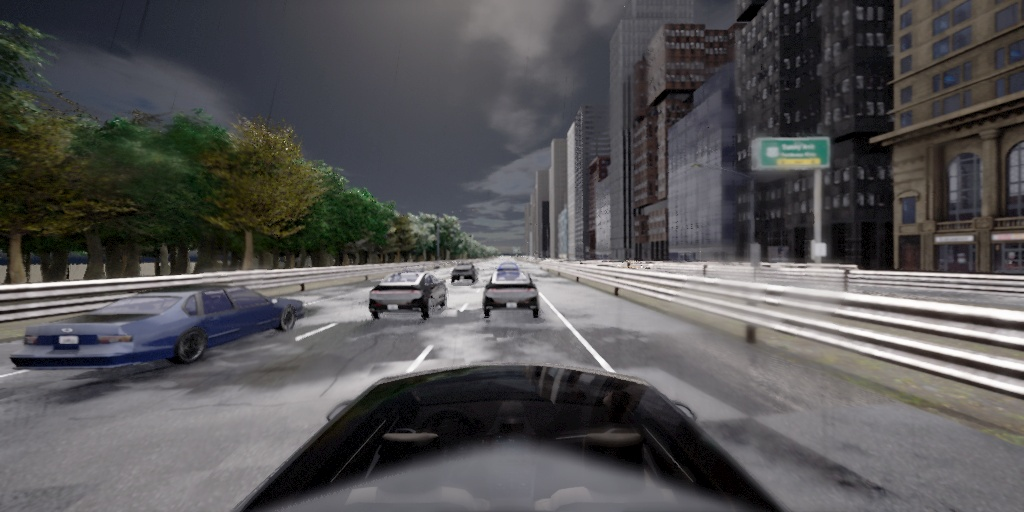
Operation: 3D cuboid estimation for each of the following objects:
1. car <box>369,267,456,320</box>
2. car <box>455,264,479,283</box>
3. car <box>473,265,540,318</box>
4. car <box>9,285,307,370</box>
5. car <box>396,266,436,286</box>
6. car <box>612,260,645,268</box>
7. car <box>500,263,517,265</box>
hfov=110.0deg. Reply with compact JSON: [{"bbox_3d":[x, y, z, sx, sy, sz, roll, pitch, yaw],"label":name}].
[{"bbox_3d":[-3.544,1.300,12.979,2.128,1.511,4.902,0,0,-1],"label":"car"},{"bbox_3d":[-3.774,1.367,29.206,1.837,1.490,4.892,0,0,-1],"label":"car"},{"bbox_3d":[-0.047,1.274,13.205,2.128,1.511,4.902,0,0,-1],"label":"car"},{"bbox_3d":[-6.974,1.368,8.122,2.033,1.411,5.357,0,0,-1],"label":"car"},{"bbox_3d":[-7.253,1.484,27.594,1.895,1.301,4.718,0,0,-1],"label":"car"},{"bbox_3d":[14.823,1.341,46.095,1.801,1.575,5.366,-1,0,-19],"label":"car"},{"bbox_3d":[-0.299,1.319,30.798,1.882,1.535,5.008,0,0,-1],"label":"car"}]
